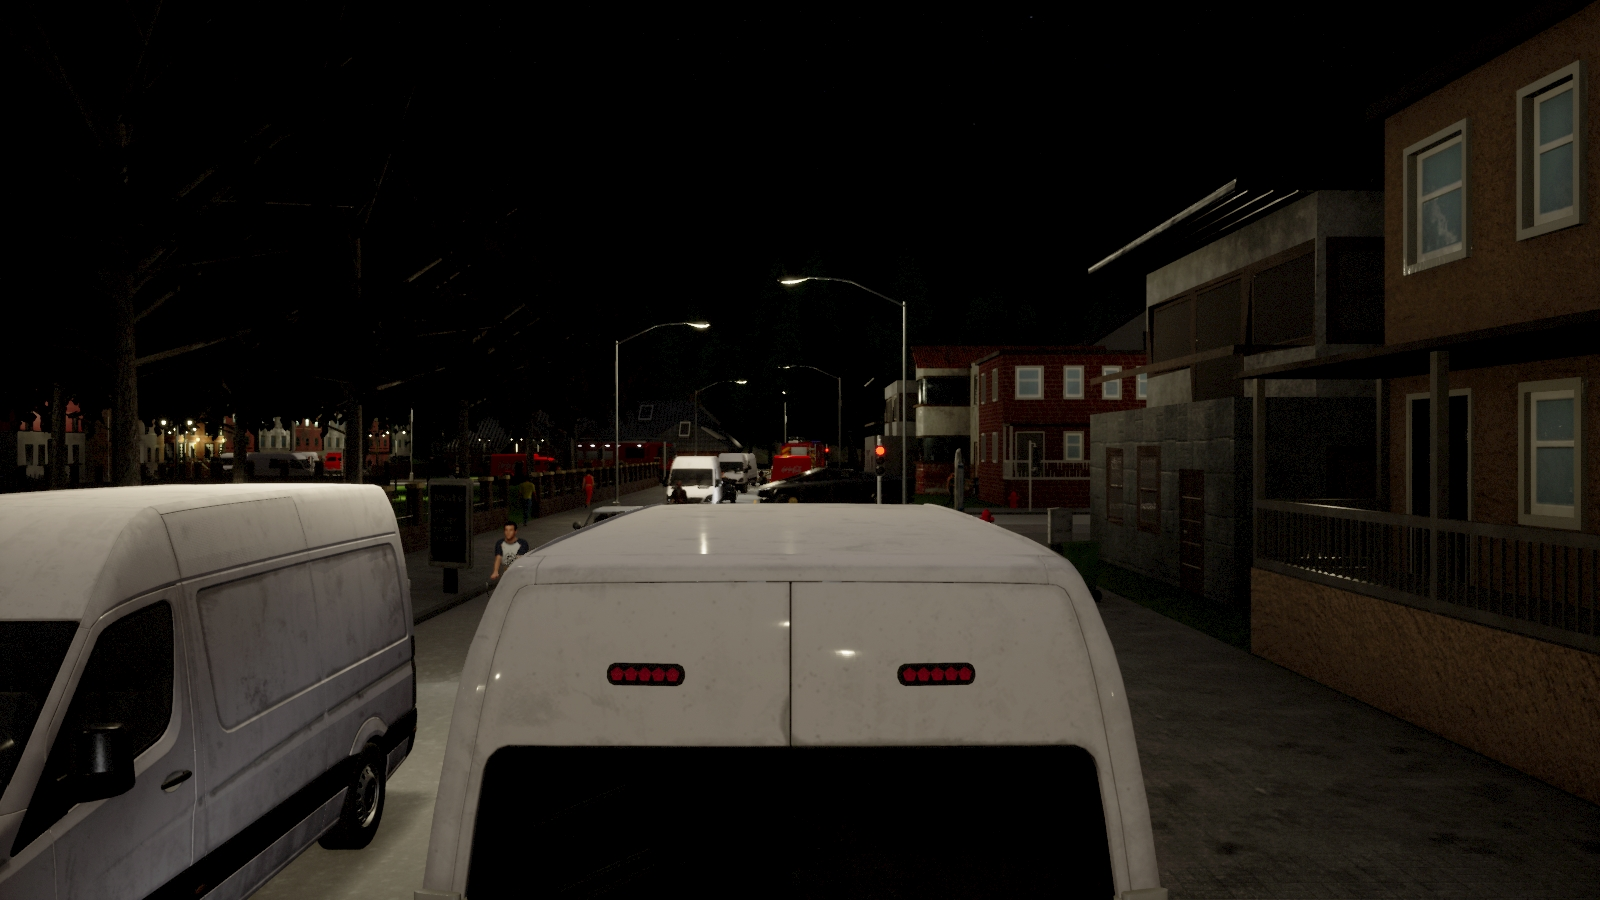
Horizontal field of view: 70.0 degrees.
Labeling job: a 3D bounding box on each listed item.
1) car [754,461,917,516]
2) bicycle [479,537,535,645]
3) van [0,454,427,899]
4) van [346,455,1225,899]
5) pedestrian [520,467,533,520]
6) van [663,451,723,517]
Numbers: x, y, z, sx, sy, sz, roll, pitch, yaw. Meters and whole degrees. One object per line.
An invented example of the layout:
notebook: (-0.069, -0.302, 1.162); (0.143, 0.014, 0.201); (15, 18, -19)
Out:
car: (1.400, 1.534, 46.592); (6.274, 2.098, 2.390); (0, 0, -10)
bicycle: (-4.077, 1.936, 15.972); (0.373, 1.296, 1.643); (0, 0, 0)
van: (-4.032, 1.314, 6.374); (1.988, 2.561, 5.915); (0, 0, 0)
van: (-0.041, 1.314, 5.541); (1.988, 2.561, 5.915); (0, 0, 0)
pedestrian: (-9.630, 1.526, 40.175); (0.375, 1.860, 0.375); (0, 0, -1)
van: (-4.323, 1.315, 47.003); (1.988, 2.561, 5.915); (0, 0, 0)
